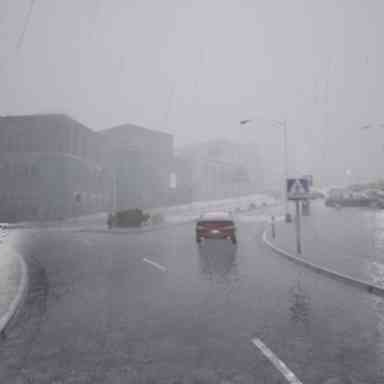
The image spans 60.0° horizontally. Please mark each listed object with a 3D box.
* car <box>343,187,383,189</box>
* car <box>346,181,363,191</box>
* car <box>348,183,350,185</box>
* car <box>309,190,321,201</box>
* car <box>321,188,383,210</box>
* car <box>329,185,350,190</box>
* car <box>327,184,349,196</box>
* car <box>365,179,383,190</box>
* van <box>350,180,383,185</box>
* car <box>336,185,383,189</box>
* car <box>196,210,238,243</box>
[{"bbox_3d":[16.508,0.625,32.370,4.674,1.452,2.002,-3,2,20],"label":"car"},{"bbox_3d":[30.581,-1.104,62.542,1.837,1.490,4.892,-3,1,39],"label":"car"},{"bbox_3d":[26.954,-0.658,53.002,2.097,1.767,4.553,-3,1,39],"label":"car"},{"bbox_3d":[16.189,0.427,44.836,1.812,1.442,4.674,-3,1,39],"label":"car"},{"bbox_3d":[14.571,0.765,30.027,4.892,1.521,2.231,-3,1,20],"label":"car"},{"bbox_3d":[19.484,0.250,43.734,1.994,1.385,4.181,-3,1,40],"label":"car"},{"bbox_3d":[23.949,-0.344,54.449,1.882,1.535,5.008,-3,1,39],"label":"car"},{"bbox_3d":[33.321,-1.381,60.771,2.097,1.767,4.553,-3,1,39],"label":"car"},{"bbox_3d":[20.458,-0.004,37.029,4.442,1.987,1.878,-3,1,20],"label":"van"},{"bbox_3d":[18.257,0.412,34.781,5.366,1.575,1.946,-3,2,20],"label":"car"},{"bbox_3d":[1.350,1.662,17.120,1.882,1.535,5.008,-2,-2,7],"label":"car"}]
